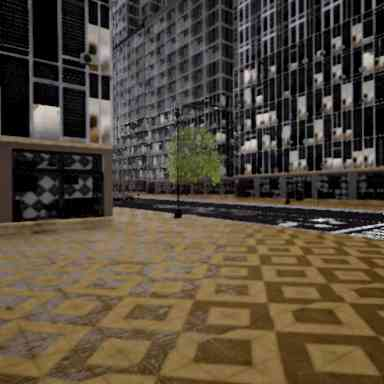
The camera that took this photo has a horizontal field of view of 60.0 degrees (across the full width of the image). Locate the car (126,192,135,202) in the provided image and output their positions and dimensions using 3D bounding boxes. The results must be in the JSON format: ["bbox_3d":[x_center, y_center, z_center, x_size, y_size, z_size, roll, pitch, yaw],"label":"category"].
[{"bbox_3d":[-9.558,0.617,44.361,2.033,1.411,5.357,-1,1,-38],"label":"car"}]

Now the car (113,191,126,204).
[{"bbox_3d":[-10.154,0.765,39.829,1.895,1.301,4.718,-1,2,-38],"label":"car"}]
